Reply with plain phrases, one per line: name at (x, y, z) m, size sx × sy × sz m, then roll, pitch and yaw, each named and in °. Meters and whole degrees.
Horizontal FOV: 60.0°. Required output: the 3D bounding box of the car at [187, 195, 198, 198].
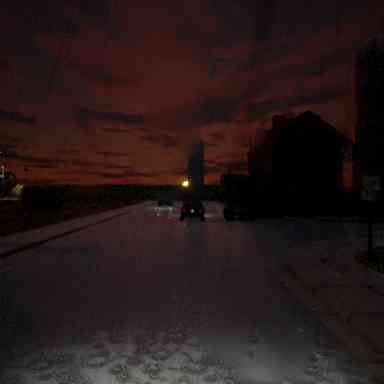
car at (0.042, 1.172, 44.270) m, size 2.097 × 1.767 × 4.553 m, roll 0°, pitch 0°, yaw 0°

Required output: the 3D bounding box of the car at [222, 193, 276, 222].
car at (4.142, 1.068, 24.154) m, size 1.905 × 1.878 × 3.866 m, roll -8°, pitch 4°, yaw -42°

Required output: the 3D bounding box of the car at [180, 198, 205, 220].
car at (0.050, 1.425, 26.170) m, size 2.033 × 1.411 × 5.357 m, roll 0°, pitch 0°, yaw 1°

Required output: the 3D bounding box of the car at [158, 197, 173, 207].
car at (-3.635, 1.394, 46.254) m, size 1.895 × 1.301 × 4.718 m, roll 0°, pitch 0°, yaw 0°
